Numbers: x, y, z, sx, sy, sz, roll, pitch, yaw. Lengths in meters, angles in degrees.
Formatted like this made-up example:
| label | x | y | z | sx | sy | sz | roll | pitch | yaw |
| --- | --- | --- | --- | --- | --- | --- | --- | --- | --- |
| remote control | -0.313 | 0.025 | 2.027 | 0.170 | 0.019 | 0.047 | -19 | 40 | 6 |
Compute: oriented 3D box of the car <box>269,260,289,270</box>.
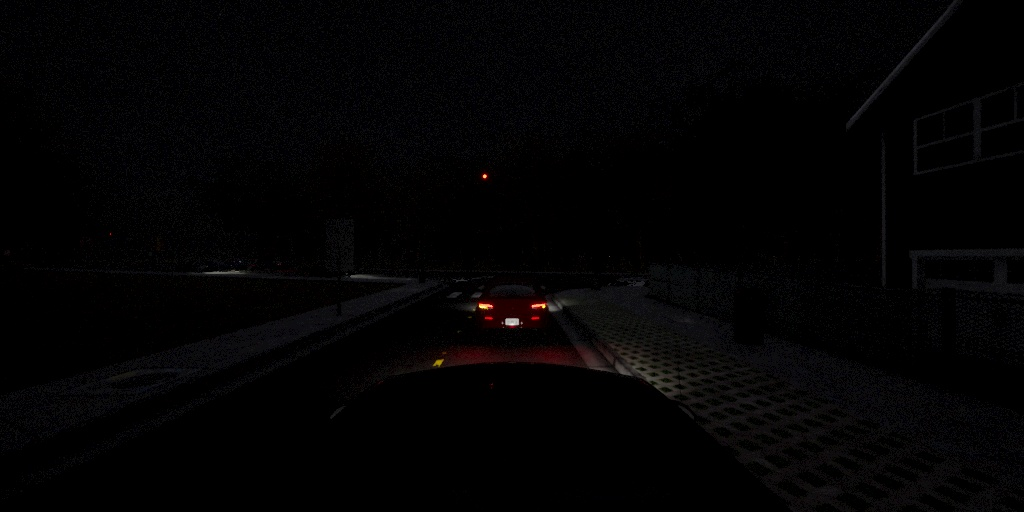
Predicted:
| label | x | y | z | sx | sy | sz | roll | pitch | yaw |
| --- | --- | --- | --- | --- | --- | --- | --- | --- | --- |
| car | -34.845 | 1.328 | 52.655 | 4.674 | 1.442 | 1.812 | 0 | 0 | 24 |

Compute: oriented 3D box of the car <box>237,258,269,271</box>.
| label | x | y | z | sx | sy | sz | roll | pitch | yaw |
| --- | --- | --- | --- | --- | --- | --- | --- | --- | --- |
| car | -36.423 | 1.356 | 49.801 | 4.181 | 1.385 | 1.994 | 0 | 0 | 24 |

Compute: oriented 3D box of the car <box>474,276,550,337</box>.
| label | x | y | z | sx | sy | sz | roll | pitch | yaw |
| --- | --- | --- | --- | --- | --- | --- | --- | --- | --- |
| car | 0.006 | 1.276 | 10.166 | 1.812 | 1.442 | 4.674 | 0 | 0 | 0 |

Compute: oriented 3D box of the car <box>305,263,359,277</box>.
| label | x | y | z | sx | sy | sz | roll | pitch | yaw |
| --- | --- | --- | --- | --- | --- | --- | --- | --- | --- |
| car | -17.428 | 1.351 | 34.362 | 4.718 | 1.301 | 1.895 | 0 | 0 | 23 |

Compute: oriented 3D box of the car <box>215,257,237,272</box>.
| label | x | y | z | sx | sy | sz | roll | pitch | yaw |
| --- | --- | --- | --- | --- | --- | --- | --- | --- | --- |
| car | -39.204 | 1.258 | 47.376 | 5.008 | 1.535 | 1.882 | 0 | 0 | 24 |

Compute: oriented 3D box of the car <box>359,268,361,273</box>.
| label | x | y | z | sx | sy | sz | roll | pitch | yaw |
| --- | --- | --- | --- | --- | --- | --- | --- | --- | --- |
| car | -18.831 | 1.312 | 38.508 | 5.357 | 1.411 | 2.033 | 0 | 0 | 23 |

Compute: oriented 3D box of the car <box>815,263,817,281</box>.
| label | x | y | z | sx | sy | sz | roll | pitch | yaw |
| --- | --- | --- | --- | --- | --- | --- | --- | --- | --- |
| car | 21.370 | 1.232 | 24.927 | 4.674 | 1.442 | 1.812 | 0 | 0 | 23 |

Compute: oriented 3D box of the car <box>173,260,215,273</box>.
| label | x | y | z | sx | sy | sz | roll | pitch | yaw |
| --- | --- | --- | --- | --- | --- | --- | --- | --- | --- |
| car | -39.270 | 1.261 | 43.852 | 4.902 | 1.511 | 2.128 | 0 | 0 | 24 |
